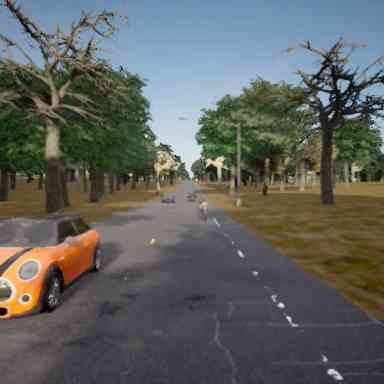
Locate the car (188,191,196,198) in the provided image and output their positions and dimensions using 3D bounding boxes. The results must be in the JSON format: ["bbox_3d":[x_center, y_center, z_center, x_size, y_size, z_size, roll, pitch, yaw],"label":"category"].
[{"bbox_3d":[-0.012,0.469,75.219,1.837,1.490,4.892,0,2,0],"label":"car"}]

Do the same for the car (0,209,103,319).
[{"bbox_3d":[-3.601,1.341,7.617,2.097,1.767,4.553,0,0,0],"label":"car"}]

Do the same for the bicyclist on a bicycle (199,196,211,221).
[{"bbox_3d":[0.985,1.325,24.878,0.866,1.612,1.509,0,1,0],"label":"bicyclist on a bicycle"}]

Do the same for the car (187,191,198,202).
[{"bbox_3d":[0.040,0.858,57.777,2.128,1.511,4.902,0,1,0],"label":"car"}]

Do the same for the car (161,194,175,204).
[{"bbox_3d":[-3.580,1.055,50.735,1.994,1.385,4.181,0,1,0],"label":"car"}]

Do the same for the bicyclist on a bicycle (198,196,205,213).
[{"bbox_3d":[0.959,1.239,33.486,0.582,1.620,1.656,0,1,0],"label":"bicyclist on a bicycle"}]
